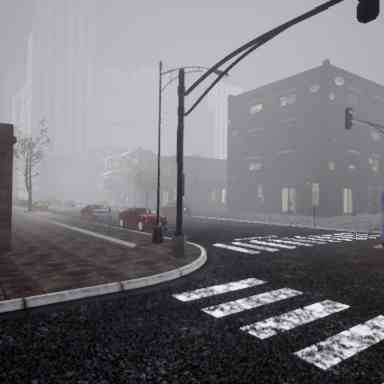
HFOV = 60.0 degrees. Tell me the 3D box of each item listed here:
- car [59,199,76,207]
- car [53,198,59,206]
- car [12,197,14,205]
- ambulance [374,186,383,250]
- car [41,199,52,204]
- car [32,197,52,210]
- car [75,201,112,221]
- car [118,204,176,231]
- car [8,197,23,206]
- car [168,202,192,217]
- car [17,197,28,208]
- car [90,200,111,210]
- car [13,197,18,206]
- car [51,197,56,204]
[{"bbox_3d":[-24.754,2.113,67.117,1.967,1.590,4.097,1,-1,-35],"label":"car"},{"bbox_3d":[-27.905,2.305,71.664,1.802,1.307,4.206,1,-1,-35],"label":"car"},{"bbox_3d":[-34.794,2.130,66.894,1.947,1.339,4.313,1,-1,-35],"label":"car"},{"bbox_3d":[8.641,1.031,8.913,2.351,2.431,6.366,0,0,-35],"label":"ambulance"},{"bbox_3d":[-37.456,2.402,85.448,1.752,1.417,4.829,1,-1,-35],"label":"car"},{"bbox_3d":[-22.317,1.891,48.781,1.752,1.417,4.829,1,-1,-35],"label":"car"},{"bbox_3d":[-8.269,1.729,28.383,1.802,1.307,4.206,1,-1,-35],"label":"car"},{"bbox_3d":[-3.142,1.615,20.985,1.887,1.381,4.507,1,-1,-35],"label":"car"},{"bbox_3d":[-37.945,1.930,71.445,2.192,1.841,5.009,1,-1,-35],"label":"car"},{"bbox_3d":[-1.794,1.761,34.208,1.967,1.590,4.097,1,-1,-35],"label":"car"},{"bbox_3d":[-28.673,2.012,58.046,1.887,1.381,4.507,1,-1,-35],"label":"car"},{"bbox_3d":[-14.404,2.038,52.300,1.752,1.417,4.829,1,-1,-35],"label":"car"},{"bbox_3d":[-31.643,2.080,62.346,1.947,1.339,4.313,1,-1,-35],"label":"car"},{"bbox_3d":[-34.207,2.139,80.762,2.192,1.841,5.009,1,-1,-35],"label":"car"}]
